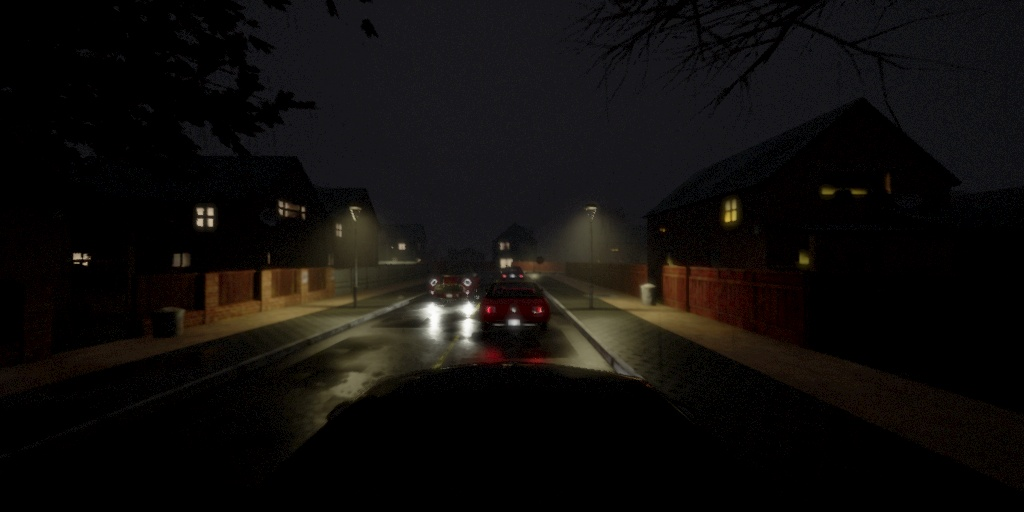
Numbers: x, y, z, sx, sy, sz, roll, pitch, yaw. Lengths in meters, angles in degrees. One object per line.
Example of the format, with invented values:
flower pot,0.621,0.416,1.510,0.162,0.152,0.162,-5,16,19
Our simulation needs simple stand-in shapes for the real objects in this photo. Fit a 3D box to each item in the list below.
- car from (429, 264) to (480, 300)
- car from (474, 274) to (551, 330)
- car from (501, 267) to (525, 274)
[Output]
car,-2.848,1.245,18.559,2.097,1.767,4.553,0,-1,0
car,0.076,1.428,11.383,1.895,1.301,4.718,0,0,0
car,0.081,1.546,28.346,2.033,1.411,5.357,0,-1,0
